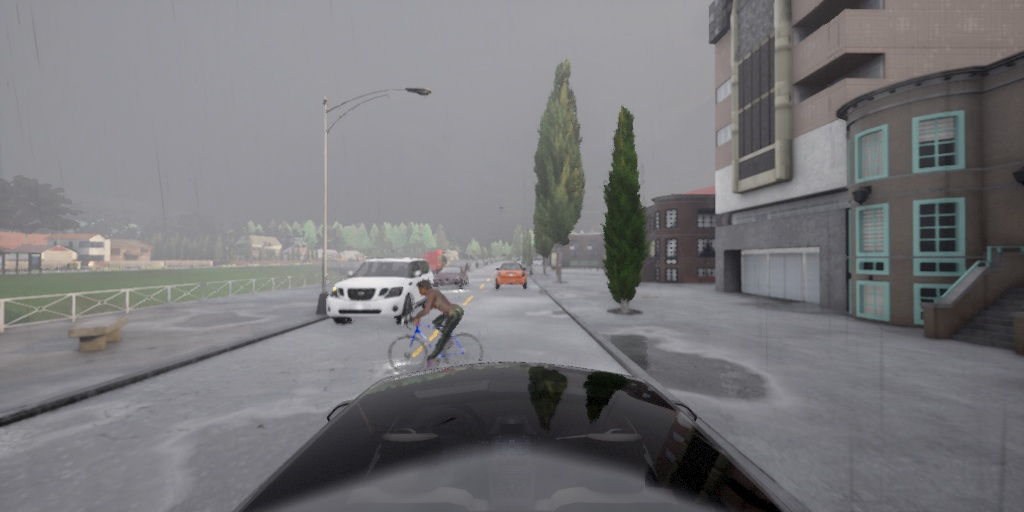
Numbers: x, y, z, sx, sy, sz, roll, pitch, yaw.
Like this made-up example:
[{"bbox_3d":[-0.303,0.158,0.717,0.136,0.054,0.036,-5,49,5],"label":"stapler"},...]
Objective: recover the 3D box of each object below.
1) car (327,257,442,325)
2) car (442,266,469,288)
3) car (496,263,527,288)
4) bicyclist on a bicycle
[{"bbox_3d":[-4.165,1.052,12.500,2.150,2.045,5.566,0,-1,0],"label":"car"},{"bbox_3d":[-4.238,1.450,25.562,1.812,1.442,4.674,0,-1,0],"label":"car"},{"bbox_3d":[-0.063,1.277,25.700,2.097,1.767,4.553,0,0,0],"label":"car"},{"bbox_3d":[-1.339,1.234,6.210,1.656,1.620,0.582,-2,0,0],"label":"bicyclist on a bicycle"}]
